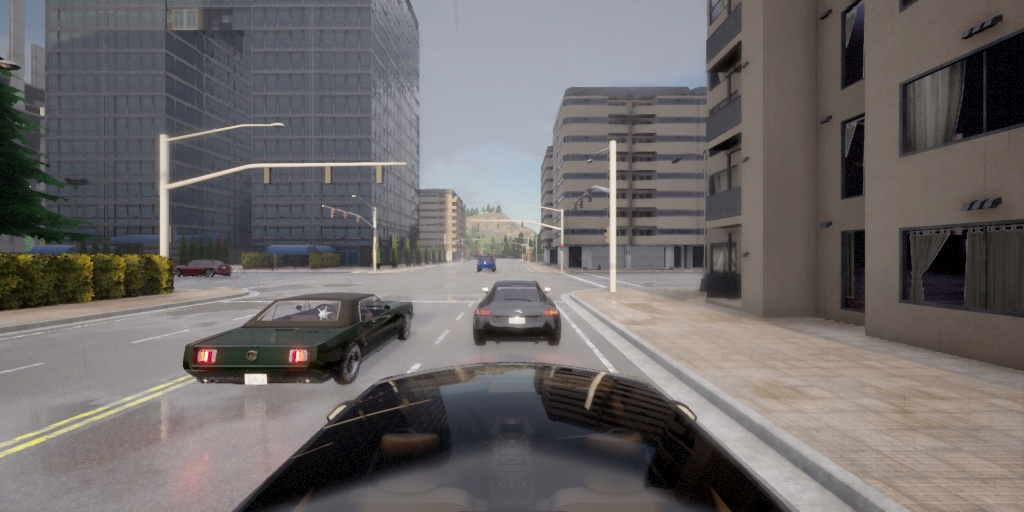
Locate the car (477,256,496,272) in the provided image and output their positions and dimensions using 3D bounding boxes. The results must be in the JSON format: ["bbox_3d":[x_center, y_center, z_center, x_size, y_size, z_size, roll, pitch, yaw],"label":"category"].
[{"bbox_3d":[-3.247,0.971,46.225,2.150,2.045,5.566,0,0,0],"label":"car"}]

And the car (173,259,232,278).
[{"bbox_3d":[-28.907,1.102,33.338,4.553,1.767,2.097,0,0,0],"label":"car"}]

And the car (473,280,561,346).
[{"bbox_3d":[0.123,1.314,9.464,1.994,1.385,4.181,0,0,0],"label":"car"}]

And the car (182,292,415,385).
[{"bbox_3d":[-3.386,1.351,6.984,1.895,1.301,4.718,0,0,0],"label":"car"}]
